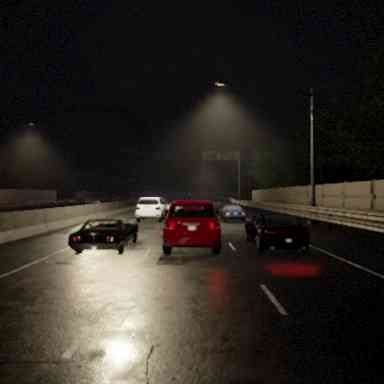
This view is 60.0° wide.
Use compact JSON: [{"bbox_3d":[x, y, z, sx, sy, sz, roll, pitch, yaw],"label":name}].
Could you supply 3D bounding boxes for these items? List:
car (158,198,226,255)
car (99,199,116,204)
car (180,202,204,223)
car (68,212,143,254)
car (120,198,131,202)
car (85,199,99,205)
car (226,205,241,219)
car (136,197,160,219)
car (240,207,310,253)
[{"bbox_3d":[-0.001,1.344,14.031,2.150,2.045,5.566,0,0,0],"label":"car"},{"bbox_3d":[-17.514,2.152,70.508,2.033,1.411,5.357,0,-1,0],"label":"car"},{"bbox_3d":[-0.001,1.739,29.464,1.882,1.535,5.008,0,0,0],"label":"car"},{"bbox_3d":[-3.501,1.729,14.098,1.895,1.301,4.718,0,0,0],"label":"car"},{"bbox_3d":[-14.014,2.112,70.509,1.837,1.490,4.892,0,-1,0],"label":"car"},{"bbox_3d":[-21.014,2.207,70.477,1.895,1.301,4.718,0,-1,0],"label":"car"},{"bbox_3d":[3.495,1.804,28.980,2.033,1.411,5.357,0,0,0],"label":"car"},{"bbox_3d":[-3.505,1.474,29.014,2.150,2.045,5.566,0,0,0],"label":"car"},{"bbox_3d":[3.503,1.610,14.476,1.882,1.535,5.008,0,0,0],"label":"car"}]
